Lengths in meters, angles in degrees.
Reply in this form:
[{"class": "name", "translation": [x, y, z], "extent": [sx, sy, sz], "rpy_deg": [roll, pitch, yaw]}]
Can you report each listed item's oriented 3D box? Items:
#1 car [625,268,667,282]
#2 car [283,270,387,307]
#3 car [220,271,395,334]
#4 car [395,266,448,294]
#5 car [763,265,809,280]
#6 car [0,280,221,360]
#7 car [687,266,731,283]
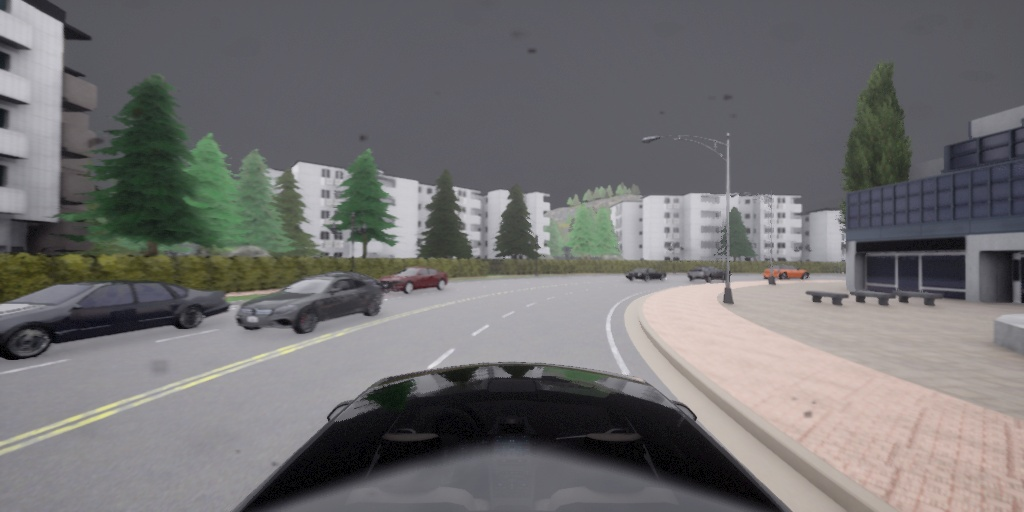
[{"class": "car", "translation": [13.026, 1.800, 34.714], "extent": [4.718, 1.301, 1.895], "rpy_deg": [1, -1, -40]}, {"class": "car", "translation": [-8.093, 1.410, 16.875], "extent": [1.994, 1.385, 4.181], "rpy_deg": [0, -1, 18]}, {"class": "car", "translation": [-5.803, 1.328, 11.025], "extent": [1.812, 1.442, 4.674], "rpy_deg": [0, -1, 13]}, {"class": "car", "translation": [-5.897, 1.394, 21.970], "extent": [1.882, 1.535, 5.008], "rpy_deg": [0, -1, 25]}, {"class": "car", "translation": [29.920, 1.730, 39.132], "extent": [4.553, 1.767, 2.097], "rpy_deg": [1, -1, -15]}, {"class": "car", "translation": [-9.843, 1.293, 8.629], "extent": [2.033, 1.411, 5.357], "rpy_deg": [0, -1, 9]}, {"class": "car", "translation": [18.961, 1.736, 34.608], "extent": [4.902, 1.511, 2.128], "rpy_deg": [1, -1, -32]}]
